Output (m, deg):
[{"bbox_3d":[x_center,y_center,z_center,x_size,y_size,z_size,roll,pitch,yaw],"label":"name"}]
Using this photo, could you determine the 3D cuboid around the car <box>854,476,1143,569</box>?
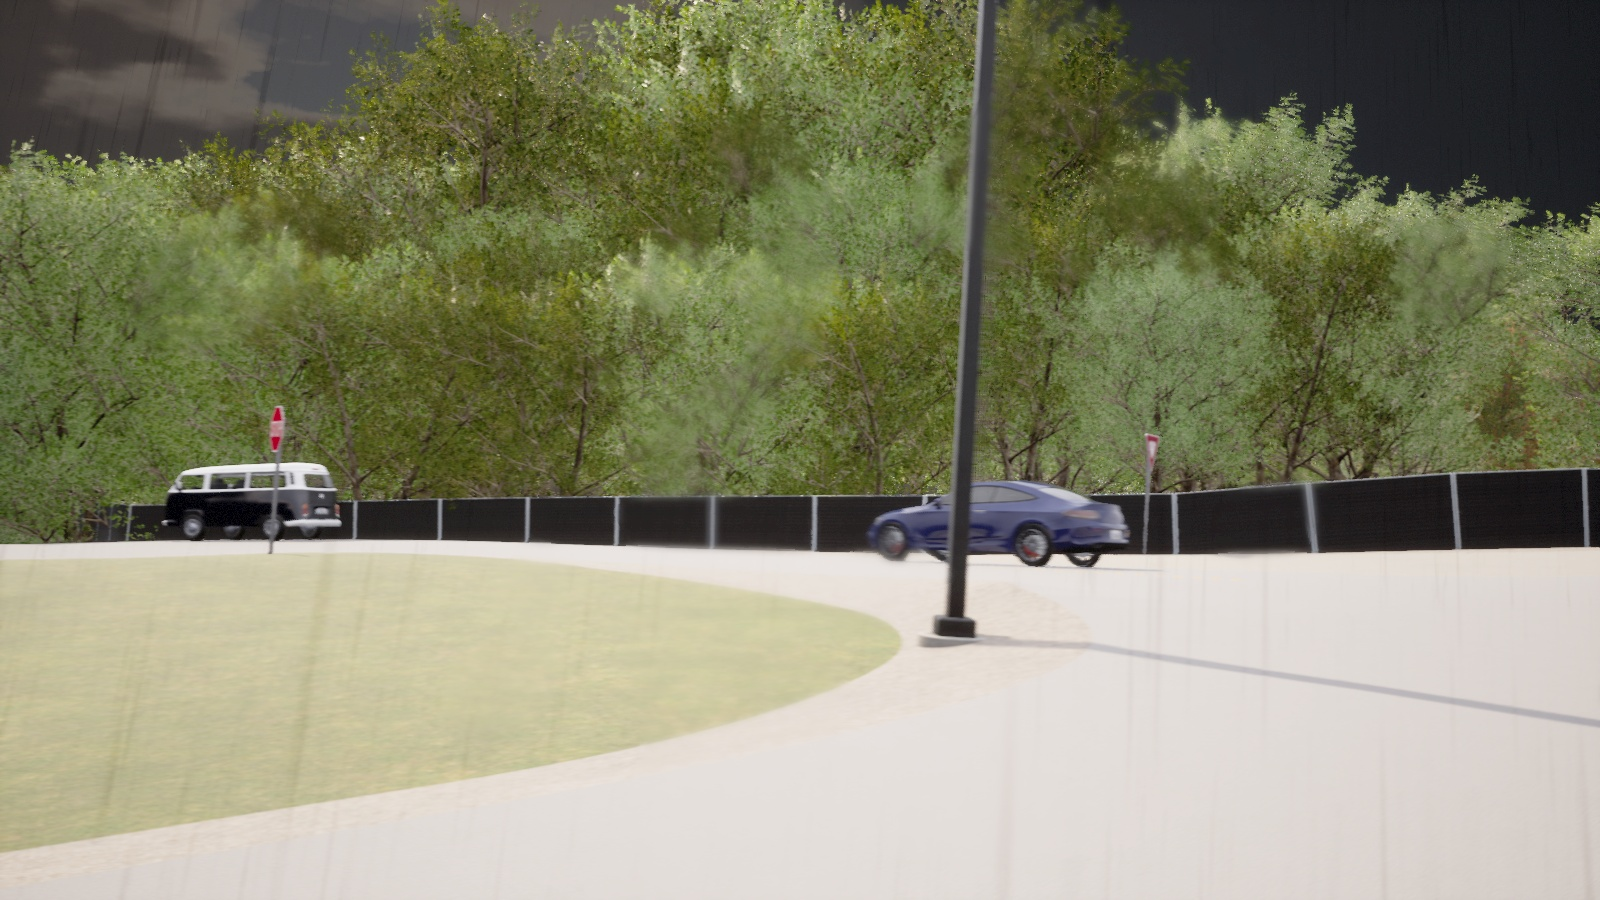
[{"bbox_3d":[3.335,1.253,21.717,4.674,1.442,1.812,-2,-6,42],"label":"car"}]

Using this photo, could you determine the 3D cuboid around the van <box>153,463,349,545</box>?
[{"bbox_3d":[-14.610,1.467,33.494,4.480,2.038,2.069,-2,-4,15],"label":"van"}]
